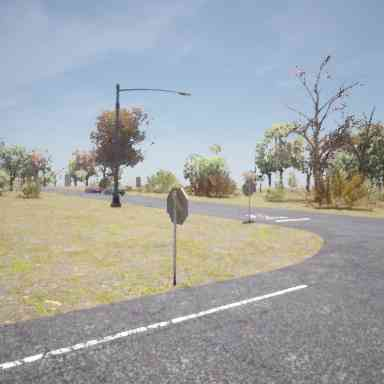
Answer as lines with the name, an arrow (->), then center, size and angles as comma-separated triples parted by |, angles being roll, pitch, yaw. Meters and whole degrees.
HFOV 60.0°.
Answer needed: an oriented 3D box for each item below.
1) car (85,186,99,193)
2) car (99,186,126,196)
car -> -17.784, -0.477, 59.787 | 1.994, 1.385, 4.181 | 0, 2, -36
car -> -12.185, -0.185, 51.998 | 2.033, 1.411, 5.357 | 0, 2, -36
